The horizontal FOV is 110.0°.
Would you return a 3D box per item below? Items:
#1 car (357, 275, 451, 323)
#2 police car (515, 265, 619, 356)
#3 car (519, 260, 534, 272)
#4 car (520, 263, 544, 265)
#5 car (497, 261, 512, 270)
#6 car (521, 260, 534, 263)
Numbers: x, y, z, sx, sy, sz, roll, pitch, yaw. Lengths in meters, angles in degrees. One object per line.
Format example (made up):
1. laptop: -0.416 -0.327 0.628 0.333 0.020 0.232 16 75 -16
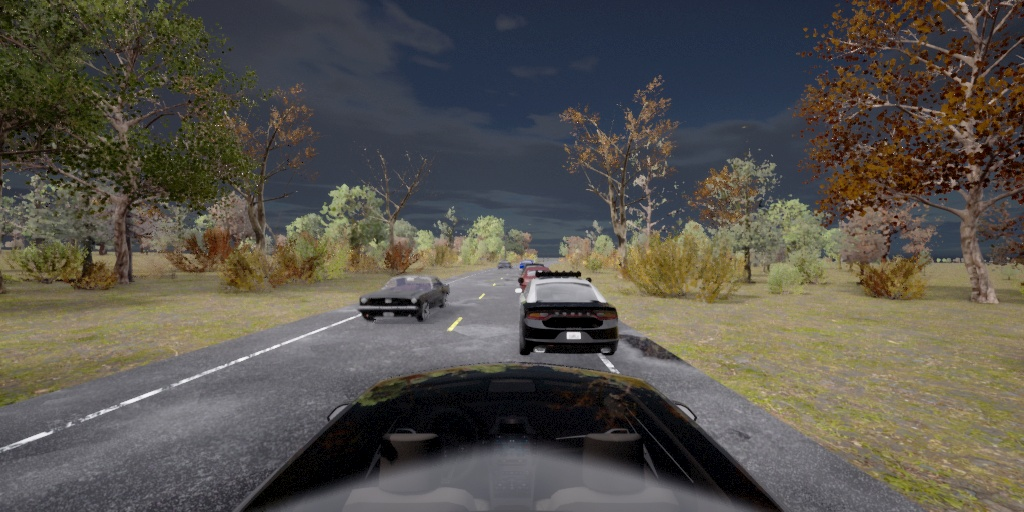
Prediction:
1. car: -3.463 1.354 12.356 1.895 1.301 4.718 0 0 1
2. police car: 1.107 1.177 8.802 1.930 1.638 5.238 0 0 1
3. car: 2.106 1.313 50.363 1.882 1.535 5.008 0 0 5
4. car: 1.324 1.281 18.645 1.812 1.442 4.674 0 0 2
5. car: -1.107 1.424 55.608 1.994 1.385 4.181 0 0 5
6. car: 1.531 1.266 24.615 1.837 1.490 4.892 0 0 2
